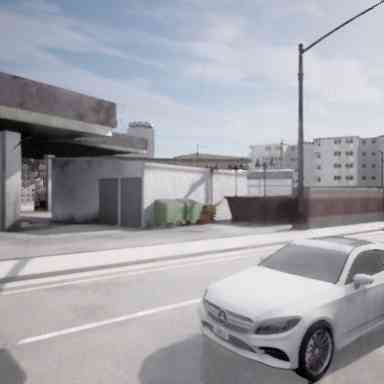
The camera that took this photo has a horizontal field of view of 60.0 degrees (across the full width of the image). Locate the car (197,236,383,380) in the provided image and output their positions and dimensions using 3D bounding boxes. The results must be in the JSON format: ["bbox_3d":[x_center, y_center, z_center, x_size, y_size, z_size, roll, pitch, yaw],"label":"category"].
[{"bbox_3d":[2.271,1.531,5.609,4.674,1.442,1.812,0,0,-35],"label":"car"}]
